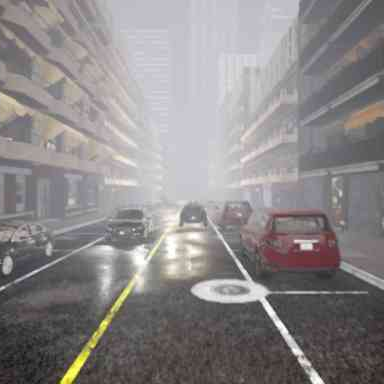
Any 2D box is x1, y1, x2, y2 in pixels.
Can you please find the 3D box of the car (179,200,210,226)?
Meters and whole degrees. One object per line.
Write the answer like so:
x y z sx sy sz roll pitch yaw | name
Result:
0.096 1.597 24.529 1.882 1.535 5.008 0 -1 0 | car

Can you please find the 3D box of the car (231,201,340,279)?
2.675 1.365 10.148 2.192 1.841 5.009 -1 0 0 | car

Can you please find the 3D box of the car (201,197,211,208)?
2.674 1.766 49.530 1.752 1.417 4.829 -1 0 0 | car

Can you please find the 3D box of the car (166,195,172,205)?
-5.711 1.638 66.195 2.192 1.841 5.009 -1 0 0 | car

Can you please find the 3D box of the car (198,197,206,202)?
2.670 1.985 88.575 2.008 1.369 4.403 -1 0 0 | car

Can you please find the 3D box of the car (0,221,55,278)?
-5.709 1.601 10.175 2.008 1.369 4.403 -1 0 0 | car

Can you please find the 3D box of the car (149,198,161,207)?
-5.705 1.764 43.787 2.008 1.369 4.403 -1 0 0 | car

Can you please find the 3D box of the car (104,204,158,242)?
-3.095 1.588 17.100 1.837 1.490 4.892 0 0 0 | car

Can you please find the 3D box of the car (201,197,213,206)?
2.671 1.735 60.565 1.967 1.590 4.097 -1 0 0 | car

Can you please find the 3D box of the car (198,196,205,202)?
2.670 1.988 94.347 1.752 1.417 4.829 -1 0 0 | car

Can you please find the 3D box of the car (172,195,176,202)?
-5.710 2.013 94.204 2.008 1.369 4.403 -1 0 0 | car

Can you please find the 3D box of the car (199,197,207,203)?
2.671 1.972 82.972 1.947 1.339 4.313 -1 0 0 | car

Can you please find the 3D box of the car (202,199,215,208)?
2.674 1.833 54.962 1.947 1.339 4.313 -1 0 0 | car

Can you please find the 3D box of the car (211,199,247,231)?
2.674 1.419 21.352 2.192 1.841 5.009 -1 0 0 | car

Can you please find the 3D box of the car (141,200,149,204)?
-5.704 1.740 32.582 1.802 1.307 4.206 -1 0 0 | car

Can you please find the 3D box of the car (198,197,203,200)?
0.094 1.785 45.541 1.994 1.385 4.181 0 0 0 | car

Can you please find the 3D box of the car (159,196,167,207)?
-5.707 1.818 54.990 2.008 1.369 4.403 -1 0 0 | car
